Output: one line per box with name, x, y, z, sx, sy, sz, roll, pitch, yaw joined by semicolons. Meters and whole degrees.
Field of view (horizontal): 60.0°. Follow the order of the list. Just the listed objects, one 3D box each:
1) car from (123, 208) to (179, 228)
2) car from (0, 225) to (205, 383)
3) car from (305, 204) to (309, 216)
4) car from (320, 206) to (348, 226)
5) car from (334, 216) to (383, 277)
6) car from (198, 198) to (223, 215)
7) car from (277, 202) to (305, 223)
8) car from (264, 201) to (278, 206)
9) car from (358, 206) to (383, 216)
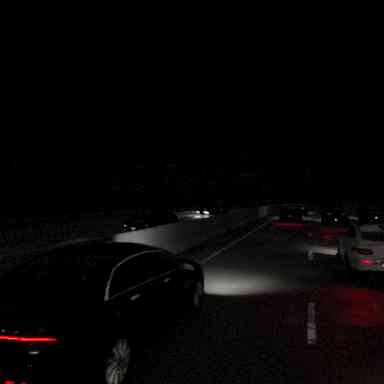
car;-2.311;1.769;19.846;1.837;1.490;4.892;0;-1;20
car;-1.207;1.575;5.393;1.837;1.490;4.892;0;-1;20
car;13.561;2.147;41.808;2.128;1.511;4.902;0;-1;24
car;11.797;1.944;27.622;2.128;1.511;4.902;0;-1;20
car;5.680;1.704;10.375;1.812;1.442;4.674;0;-1;20
car;2.655;1.842;43.497;2.150;2.045;5.566;0;-1;23
car;9.322;1.964;31.139;1.882;1.535;5.008;0;-1;20
car;14.095;2.377;57.793;2.128;1.511;4.902;0;-1;33
car;16.674;2.018;30.853;2.128;1.511;4.902;0;-1;20
